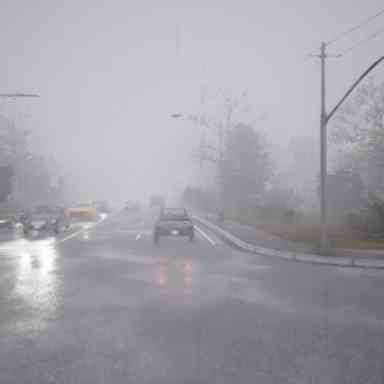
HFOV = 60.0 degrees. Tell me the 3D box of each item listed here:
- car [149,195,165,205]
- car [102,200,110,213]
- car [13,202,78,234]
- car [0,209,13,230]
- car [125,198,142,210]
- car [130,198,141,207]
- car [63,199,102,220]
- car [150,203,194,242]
[{"bbox_3d":[-5.263,1.452,50.030,2.150,2.045,5.566,0,0,-8],"label":"car"},{"bbox_3d":[-10.887,1.673,39.491,1.837,1.490,4.892,0,0,-8],"label":"car"},{"bbox_3d":[-8.508,1.570,19.865,2.128,1.511,4.902,0,0,-9],"label":"car"},{"bbox_3d":[-11.911,1.648,19.266,1.994,1.385,4.181,0,0,-6],"label":"car"},{"bbox_3d":[-8.009,1.798,45.017,1.895,1.301,4.718,0,0,-8],"label":"car"},{"bbox_3d":[-10.119,1.814,59.847,1.882,1.535,5.008,0,-1,-7],"label":"car"},{"bbox_3d":[-9.534,1.590,29.306,1.882,1.535,5.008,0,0,-7],"label":"car"},{"bbox_3d":[-0.968,1.546,16.822,2.128,1.511,4.902,0,0,-5],"label":"car"}]
